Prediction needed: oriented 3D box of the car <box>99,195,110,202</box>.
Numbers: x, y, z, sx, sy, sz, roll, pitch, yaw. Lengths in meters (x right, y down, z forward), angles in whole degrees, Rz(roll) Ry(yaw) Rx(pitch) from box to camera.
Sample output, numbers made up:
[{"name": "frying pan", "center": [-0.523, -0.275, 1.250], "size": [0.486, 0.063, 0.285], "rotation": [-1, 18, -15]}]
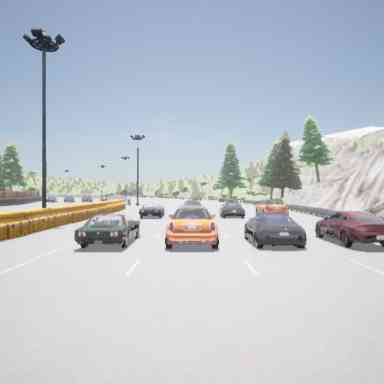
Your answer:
[{"name": "car", "center": [-18.481, 1.328, 70.219], "size": [2.097, 1.767, 4.553], "rotation": [0, 0, -13]}]

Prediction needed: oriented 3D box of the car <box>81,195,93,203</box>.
[{"name": "car", "center": [-21.862, 1.330, 69.312], "size": [2.097, 1.767, 4.553], "rotation": [0, 0, -13]}]

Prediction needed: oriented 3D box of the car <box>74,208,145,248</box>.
[{"name": "car", "center": [-3.495, 1.613, 14.673], "size": [1.895, 1.301, 4.718], "rotation": [0, 0, 0]}]

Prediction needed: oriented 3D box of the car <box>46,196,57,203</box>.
[{"name": "car", "center": [-28.616, 1.519, 67.470], "size": [2.033, 1.411, 5.357], "rotation": [0, 0, -13]}]

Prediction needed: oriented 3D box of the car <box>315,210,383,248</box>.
[{"name": "car", "center": [7.005, 1.530, 14.630], "size": [1.812, 1.442, 4.674], "rotation": [0, 0, 0]}]

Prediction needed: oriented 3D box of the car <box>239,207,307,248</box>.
[{"name": "car", "center": [3.505, 1.570, 14.635], "size": [1.994, 1.385, 4.181], "rotation": [0, 0, 0]}]

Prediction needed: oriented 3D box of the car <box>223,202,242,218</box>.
[{"name": "car", "center": [3.523, 1.570, 29.635], "size": [1.994, 1.385, 4.181], "rotation": [0, 0, 0]}]

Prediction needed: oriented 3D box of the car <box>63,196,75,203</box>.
[{"name": "car", "center": [-25.236, 1.501, 68.377], "size": [1.812, 1.442, 4.674], "rotation": [0, 0, -13]}]

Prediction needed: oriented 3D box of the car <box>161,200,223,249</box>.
[{"name": "car", "center": [0.005, 1.363, 14.609], "size": [2.097, 1.767, 4.553], "rotation": [0, 0, 0]}]

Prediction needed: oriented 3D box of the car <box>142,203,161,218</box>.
[{"name": "car", "center": [-3.477, 1.614, 29.673], "size": [1.895, 1.301, 4.718], "rotation": [0, 0, 0]}]

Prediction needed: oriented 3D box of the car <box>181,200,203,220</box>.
[{"name": "car", "center": [0.023, 1.514, 29.639], "size": [1.837, 1.490, 4.892], "rotation": [0, 0, 0]}]

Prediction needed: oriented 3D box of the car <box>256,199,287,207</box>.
[{"name": "car", "center": [7.023, 1.364, 29.600], "size": [2.097, 1.767, 4.553], "rotation": [0, 0, 0]}]
